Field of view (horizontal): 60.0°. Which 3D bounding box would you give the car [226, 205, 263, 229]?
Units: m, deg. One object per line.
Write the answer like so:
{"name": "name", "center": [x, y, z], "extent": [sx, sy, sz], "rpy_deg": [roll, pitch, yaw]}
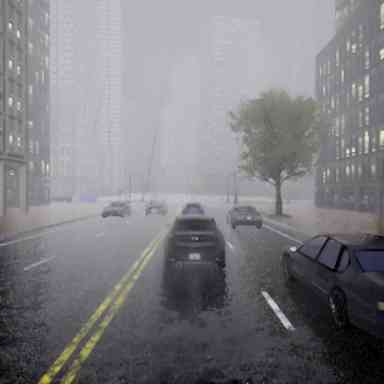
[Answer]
{"name": "car", "center": [3.317, 1.576, 21.803], "extent": [2.033, 1.411, 5.357], "rpy_deg": [0, 0, 0]}

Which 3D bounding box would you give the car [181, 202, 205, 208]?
{"name": "car", "center": [0.088, 1.558, 27.665], "extent": [1.812, 1.442, 4.674], "rpy_deg": [0, 0, 0]}

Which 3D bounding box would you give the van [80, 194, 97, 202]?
{"name": "van", "center": [-22.651, 1.238, 72.046], "extent": [3.998, 1.788, 1.690], "rpy_deg": [0, 0, 1]}

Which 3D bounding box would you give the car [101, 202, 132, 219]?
{"name": "car", "center": [-6.601, 1.581, 29.756], "extent": [2.033, 1.411, 5.357], "rpy_deg": [0, 0, 0]}

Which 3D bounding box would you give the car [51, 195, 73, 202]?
{"name": "car", "center": [-28.190, 1.416, 72.093], "extent": [4.507, 1.381, 1.887], "rpy_deg": [0, 0, 1]}

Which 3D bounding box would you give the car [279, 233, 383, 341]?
{"name": "car", "center": [3.316, 1.559, 6.829], "extent": [2.033, 1.411, 5.357], "rpy_deg": [0, 0, 0]}

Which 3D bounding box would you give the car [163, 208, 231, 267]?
{"name": "car", "center": [0.086, 1.522, 11.493], "extent": [1.837, 1.490, 4.892], "rpy_deg": [0, 0, 0]}

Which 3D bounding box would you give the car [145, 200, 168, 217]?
{"name": "car", "center": [-3.349, 1.528, 31.968], "extent": [2.128, 1.511, 4.902], "rpy_deg": [0, 0, 0]}
